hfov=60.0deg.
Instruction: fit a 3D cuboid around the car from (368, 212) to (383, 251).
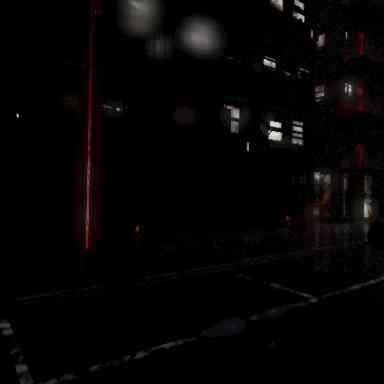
[{"bbox_3d":[8.863,1.317,12.859,5.009,1.841,2.192,0,1,-35],"label":"car"}]
